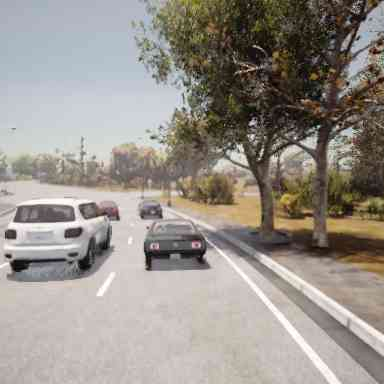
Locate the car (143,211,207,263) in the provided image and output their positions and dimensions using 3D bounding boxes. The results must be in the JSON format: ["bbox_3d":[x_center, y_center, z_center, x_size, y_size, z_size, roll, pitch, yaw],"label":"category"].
[{"bbox_3d":[-0.692,1.581,11.870,1.895,1.301,4.718,0,0,-6],"label":"car"}]

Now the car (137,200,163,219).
[{"bbox_3d":[-3.641,1.411,28.582,1.812,1.442,4.674,-1,1,-14],"label":"car"}]

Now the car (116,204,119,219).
[{"bbox_3d":[-7.085,1.466,27.941,1.812,1.442,4.674,-1,1,-14],"label":"car"}]

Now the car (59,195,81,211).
[{"bbox_3d":[-13.942,1.181,38.218,2.128,1.511,4.902,-1,3,-19],"label":"car"}]

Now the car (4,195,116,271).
[{"bbox_3d":[-4.138,1.232,11.162,2.150,2.045,5.566,0,0,-5],"label":"car"}]

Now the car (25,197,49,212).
[{"bbox_3d":[-17.384,1.349,37.510,1.895,1.301,4.718,-1,3,-19],"label":"car"}]
